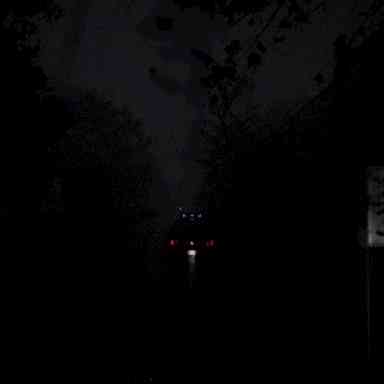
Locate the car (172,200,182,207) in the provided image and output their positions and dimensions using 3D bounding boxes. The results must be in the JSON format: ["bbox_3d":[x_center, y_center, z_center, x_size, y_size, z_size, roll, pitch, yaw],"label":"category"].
[{"bbox_3d":[-2.917,2.264,65.352,1.812,1.442,4.674,0,-1,0],"label":"car"}]

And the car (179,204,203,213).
[{"bbox_3d":[0.018,1.906,28.260,1.895,1.301,4.718,0,-1,0],"label":"car"}]

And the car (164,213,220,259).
[{"bbox_3d":[0.023,1.745,13.270,1.895,1.301,4.718,0,-1,1],"label":"car"}]
